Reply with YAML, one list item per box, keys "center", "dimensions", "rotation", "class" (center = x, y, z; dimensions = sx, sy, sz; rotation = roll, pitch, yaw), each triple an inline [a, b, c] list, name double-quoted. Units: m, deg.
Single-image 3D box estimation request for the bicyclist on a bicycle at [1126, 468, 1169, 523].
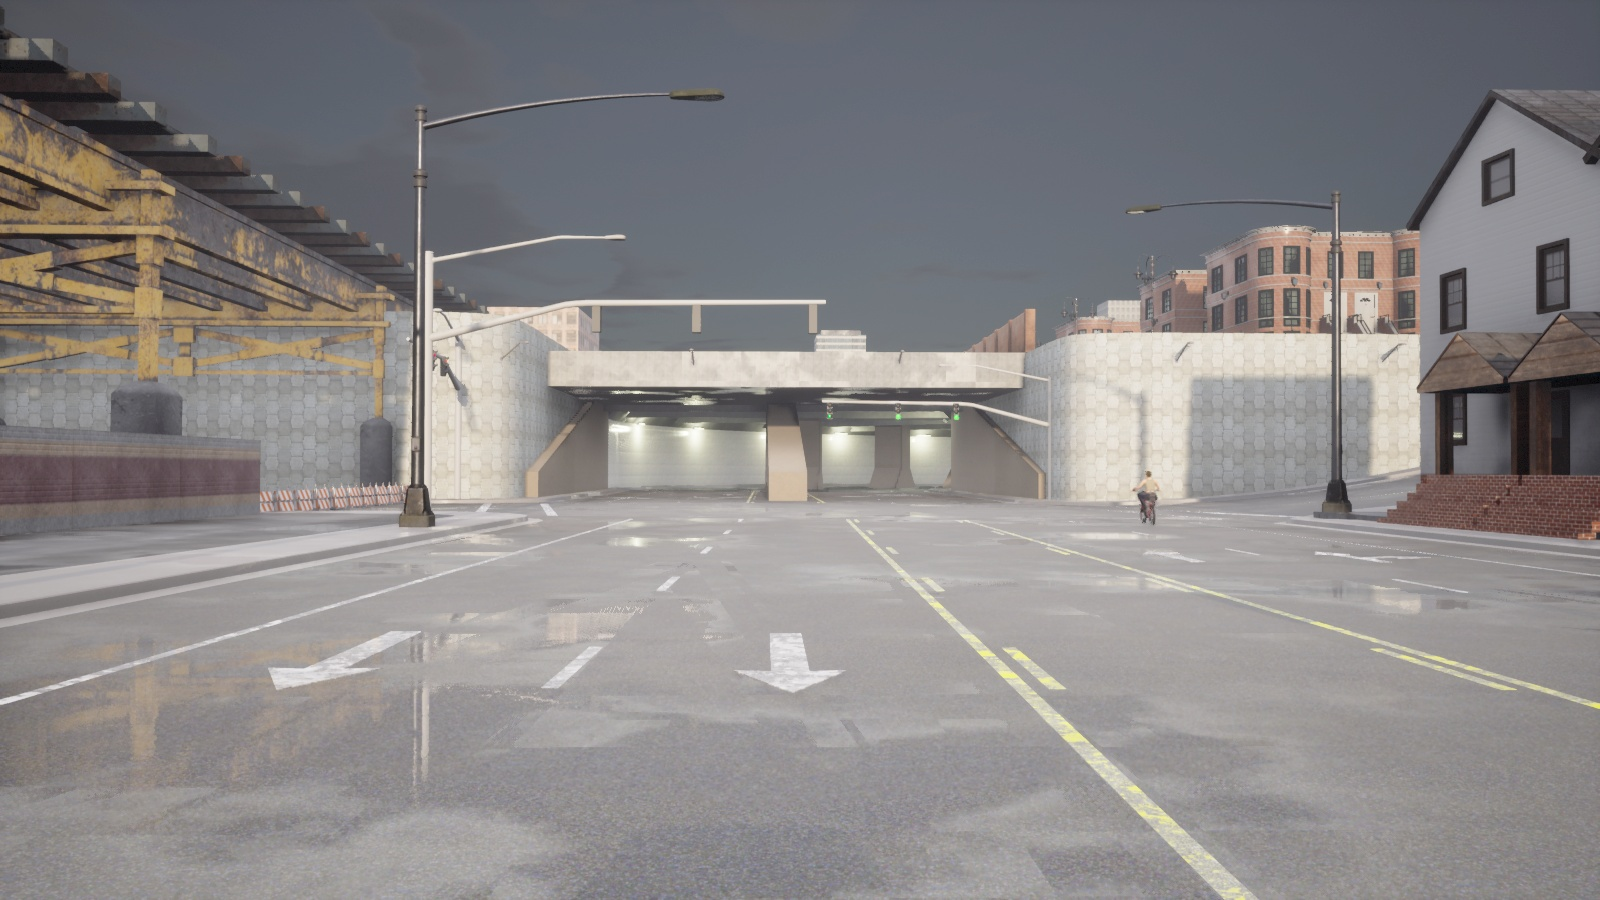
- center: [10.407, 1.340, 37.633]
  dimensions: [0.866, 1.612, 1.509]
  rotation: [0, -1, 0]
  class: "bicyclist on a bicycle"
